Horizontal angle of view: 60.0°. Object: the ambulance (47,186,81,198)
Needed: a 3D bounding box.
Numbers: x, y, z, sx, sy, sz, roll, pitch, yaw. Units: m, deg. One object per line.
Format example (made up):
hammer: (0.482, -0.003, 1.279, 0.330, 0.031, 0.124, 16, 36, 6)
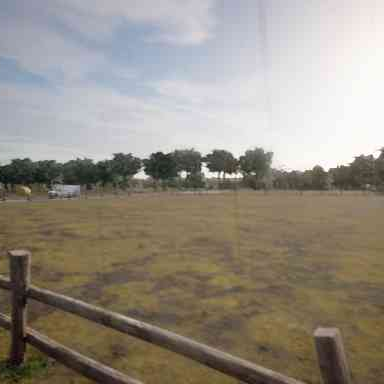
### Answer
ambulance: (-25.416, -0.025, 66.137, 2.351, 2.431, 6.366, 3, 3, 35)
